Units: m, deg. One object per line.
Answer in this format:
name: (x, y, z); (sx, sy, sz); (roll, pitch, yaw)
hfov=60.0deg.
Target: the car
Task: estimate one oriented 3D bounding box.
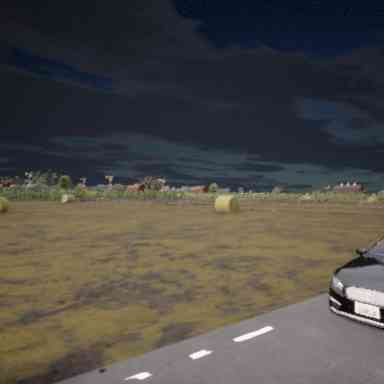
car: (4.612, 1.525, 6.518); (4.902, 1.511, 2.128); (0, -1, -37)
